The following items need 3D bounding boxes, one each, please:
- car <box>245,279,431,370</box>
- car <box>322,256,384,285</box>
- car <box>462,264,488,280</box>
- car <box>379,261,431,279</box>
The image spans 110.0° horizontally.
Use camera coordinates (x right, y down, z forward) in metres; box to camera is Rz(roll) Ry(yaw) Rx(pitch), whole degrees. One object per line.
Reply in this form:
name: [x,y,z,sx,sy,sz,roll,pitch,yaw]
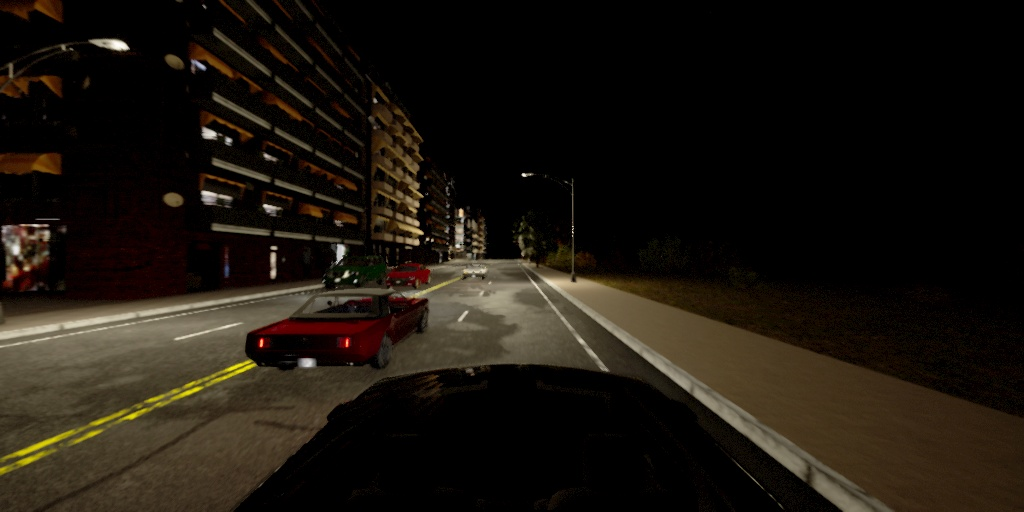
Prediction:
car: [-3.153,1.359,7.744,1.895,1.301,4.718,0,0,0]
car: [-9.854,0.995,23.022,2.150,2.045,5.566,0,0,0]
car: [-3.162,1.363,31.751,1.895,1.301,4.718,0,0,0]
car: [-6.602,1.246,23.292,1.882,1.535,5.008,0,0,0]
